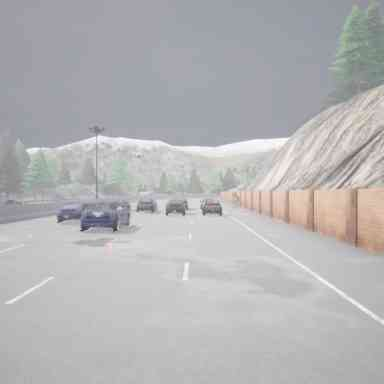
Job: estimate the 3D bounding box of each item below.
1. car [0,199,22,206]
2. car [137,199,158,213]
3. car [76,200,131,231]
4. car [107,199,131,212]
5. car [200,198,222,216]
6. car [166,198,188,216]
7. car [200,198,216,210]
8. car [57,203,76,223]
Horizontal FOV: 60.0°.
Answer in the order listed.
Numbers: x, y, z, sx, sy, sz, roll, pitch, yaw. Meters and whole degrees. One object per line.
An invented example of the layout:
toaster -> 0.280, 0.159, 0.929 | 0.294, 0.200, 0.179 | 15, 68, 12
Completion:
car -> -19.190, 1.477, 33.739 | 1.882, 1.535, 5.008 | 0, 0, 1
car -> -5.021, 1.491, 37.614 | 2.128, 1.511, 4.902 | 0, 0, 1
car -> -5.201, 1.352, 20.570 | 2.097, 1.767, 4.553 | 0, 0, 1
car -> -8.494, 1.564, 39.124 | 1.994, 1.385, 4.181 | 0, 0, 0
car -> 1.929, 1.491, 32.760 | 2.128, 1.511, 4.902 | 0, 0, 1
car -> -1.570, 1.505, 32.947 | 1.837, 1.490, 4.892 | 0, 0, 0
car -> 2.037, 1.525, 43.211 | 1.812, 1.442, 4.674 | 0, 0, 1
car -> -8.650, 1.525, 25.242 | 1.812, 1.442, 4.674 | 0, 0, 1
